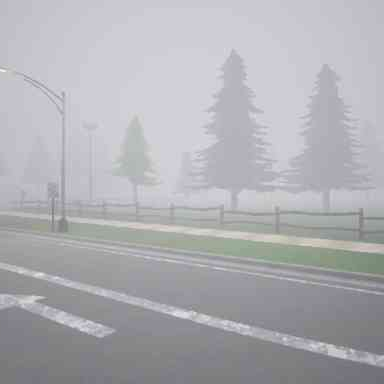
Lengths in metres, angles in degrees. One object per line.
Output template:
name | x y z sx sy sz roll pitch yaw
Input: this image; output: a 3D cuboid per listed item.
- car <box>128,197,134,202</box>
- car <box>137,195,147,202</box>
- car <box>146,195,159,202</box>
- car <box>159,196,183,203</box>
car | -12.616 1.535 76.379 1.895 1.301 4.718 0 0 35
car | -9.735 1.464 74.391 1.812 1.442 4.674 0 0 35
car | -6.871 1.480 72.379 2.033 1.411 5.357 0 0 35
car | -4.007 1.480 70.367 2.033 1.411 5.357 0 0 35
